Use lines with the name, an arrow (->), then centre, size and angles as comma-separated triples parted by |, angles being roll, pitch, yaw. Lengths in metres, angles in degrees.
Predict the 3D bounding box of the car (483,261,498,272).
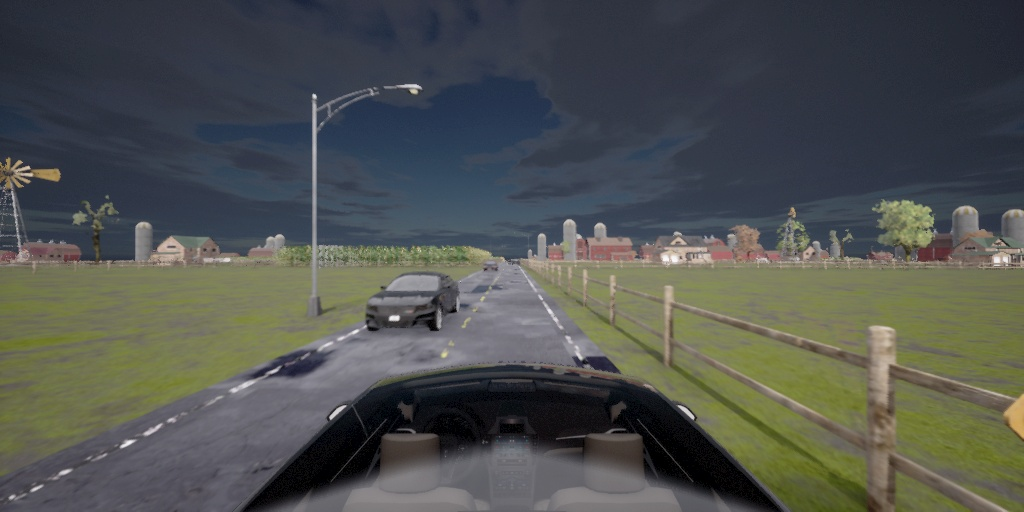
car -> -2.827, 1.344, 48.206 | 2.033, 1.411, 5.357 | 0, 0, 0

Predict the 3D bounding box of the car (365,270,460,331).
car -> -2.833, 1.229, 11.154 | 1.882, 1.535, 5.008 | 0, 0, 0

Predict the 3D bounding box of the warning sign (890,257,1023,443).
warning sign -> 2.449, 0.865, 1.332 | 1.300, 1.860, 1.060 | 0, 0, 0
